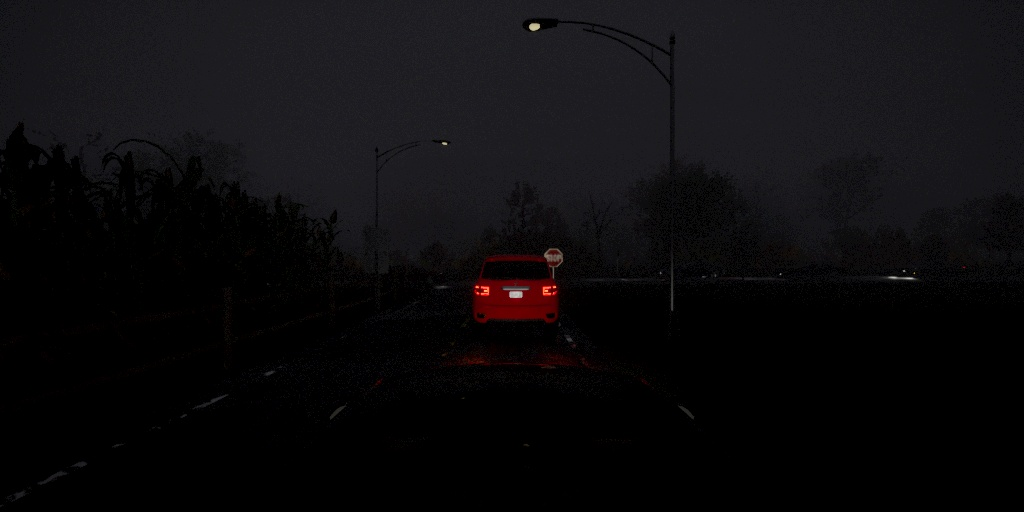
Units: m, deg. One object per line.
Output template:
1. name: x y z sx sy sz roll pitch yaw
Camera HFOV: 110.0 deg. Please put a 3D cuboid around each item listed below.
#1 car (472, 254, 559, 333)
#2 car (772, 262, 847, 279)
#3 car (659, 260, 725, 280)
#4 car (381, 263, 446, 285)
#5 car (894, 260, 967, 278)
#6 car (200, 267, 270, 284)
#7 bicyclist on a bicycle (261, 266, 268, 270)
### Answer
1. car: 0.095 0.971 10.833 2.150 2.045 5.566 0 0 0
2. car: 23.881 1.131 28.916 4.718 1.301 1.895 0 0 1
3. car: 14.502 1.100 29.024 4.902 1.511 2.128 0 0 1
4. car: -7.347 1.276 26.326 5.008 1.535 1.882 -1 0 1
5. car: 33.516 1.010 28.798 4.181 1.385 1.994 -1 0 1
6. car: -20.417 1.449 26.477 5.357 1.411 2.033 0 0 1
7. bicyclist on a bicycle: -22.471 1.346 32.472 0.582 1.620 1.656 0 0 1
